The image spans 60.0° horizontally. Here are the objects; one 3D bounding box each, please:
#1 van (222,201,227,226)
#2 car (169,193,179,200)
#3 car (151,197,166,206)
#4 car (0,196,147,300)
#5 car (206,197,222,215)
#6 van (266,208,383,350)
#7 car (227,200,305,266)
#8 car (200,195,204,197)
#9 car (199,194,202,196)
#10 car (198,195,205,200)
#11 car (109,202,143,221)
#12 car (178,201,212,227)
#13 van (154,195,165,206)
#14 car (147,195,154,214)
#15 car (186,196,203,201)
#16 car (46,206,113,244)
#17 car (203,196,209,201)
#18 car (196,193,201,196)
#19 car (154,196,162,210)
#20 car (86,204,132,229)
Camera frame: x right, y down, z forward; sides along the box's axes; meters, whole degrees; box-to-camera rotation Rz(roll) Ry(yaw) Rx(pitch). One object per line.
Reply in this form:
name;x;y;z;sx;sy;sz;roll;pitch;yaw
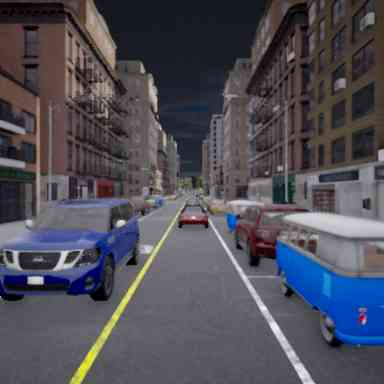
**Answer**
van;2.676;1.343;16.868;1.690;1.788;3.998;0;0;0
car;-5.408;1.538;92.502;1.752;1.417;4.829;0;0;0
car;-5.402;1.558;54.708;2.008;1.369;4.403;0;0;0
car;-2.770;1.220;8.746;2.150;2.045;5.566;0;0;1
car;2.657;1.529;33.257;1.752;1.417;4.829;0;0;0
van;2.688;1.342;6.055;1.690;1.788;3.998;0;0;0
car;2.682;1.316;11.462;2.192;1.841;5.009;0;0;0
car;2.632;1.532;54.881;1.752;1.417;4.829;0;0;0
car;2.626;1.559;60.117;2.008;1.369;4.403;0;0;0
car;2.617;1.594;92.675;1.802;1.307;4.206;0;0;0
car;-5.403;1.570;27.677;1.947;1.339;4.313;0;0;0
car;0.093;1.567;22.824;1.994;1.385;4.181;0;0;0
van;-5.402;1.348;49.302;1.690;1.788;3.998;0;0;0
car;-5.403;1.319;33.083;2.192;1.841;5.009;0;0;0
car;0.090;1.569;43.124;1.994;1.385;4.181;0;0;0
car;-5.403;1.528;16.696;1.752;1.417;4.829;0;0;0
car;2.651;1.445;38.492;1.967;1.590;4.097;0;0;0
car;2.618;1.563;86.993;2.008;1.369;4.403;0;0;0
car;-5.402;1.588;43.896;1.802;1.307;4.206;0;0;0
car;-5.403;1.554;22.271;2.008;1.369;4.403;0;0;0
